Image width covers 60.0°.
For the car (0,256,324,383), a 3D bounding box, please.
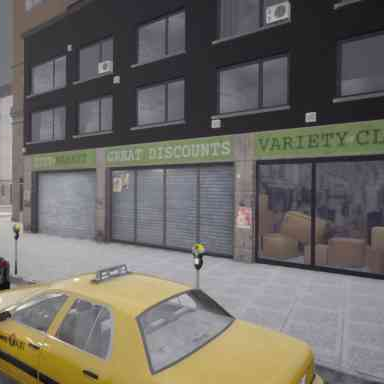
[{"bbox_3d":[-1.100,1.525,3.862,4.829,1.417,1.752,0,1,35],"label":"car"}]
